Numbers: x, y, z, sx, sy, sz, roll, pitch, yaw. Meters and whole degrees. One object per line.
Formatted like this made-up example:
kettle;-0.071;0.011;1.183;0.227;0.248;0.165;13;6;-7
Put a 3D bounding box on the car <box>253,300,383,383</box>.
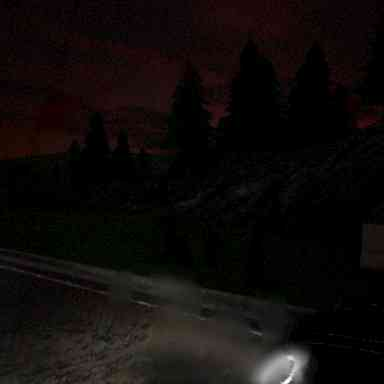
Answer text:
car;2.620;1.356;1.971;4.553;1.767;2.097;0;0;37
